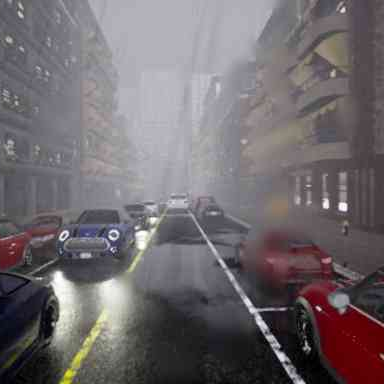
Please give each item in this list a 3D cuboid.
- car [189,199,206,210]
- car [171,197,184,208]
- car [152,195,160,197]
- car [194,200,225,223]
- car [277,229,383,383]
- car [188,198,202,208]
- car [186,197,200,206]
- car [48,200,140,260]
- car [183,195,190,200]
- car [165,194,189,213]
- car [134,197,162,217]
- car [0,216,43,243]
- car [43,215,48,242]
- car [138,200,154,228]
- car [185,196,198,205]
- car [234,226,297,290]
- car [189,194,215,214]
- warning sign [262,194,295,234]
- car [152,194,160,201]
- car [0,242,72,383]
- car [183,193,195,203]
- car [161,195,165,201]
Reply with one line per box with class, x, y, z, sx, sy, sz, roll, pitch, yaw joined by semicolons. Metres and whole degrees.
car;0.660;1.545;42.044;1.802;1.307;4.206;-1;0;-3
car;-2.129;1.510;49.052;1.812;1.442;4.674;-1;0;-3
car;-8.749;1.552;74.746;1.752;1.417;4.829;-1;0;-3
car;1.432;1.534;25.415;1.947;1.339;4.313;-1;0;-3
car;2.468;1.414;3.244;1.967;1.590;4.097;-1;0;-3
car;0.402;1.543;47.588;1.802;1.307;4.206;-1;0;-3
car;0.145;1.524;53.130;1.947;1.339;4.313;-1;0;-3
car;-3.381;1.377;12.525;2.097;1.767;4.553;-1;0;-3
car;-1.658;1.522;91.932;1.802;1.307;4.206;-1;0;-3
car;-1.584;1.210;37.521;2.150;2.045;5.566;-1;0;-2
car;-4.248;1.545;32.048;1.812;1.442;4.674;-1;0;-1
car;-5.669;1.490;8.398;1.967;1.590;4.097;-1;0;-3
car;-5.923;1.631;13.942;1.802;1.307;4.206;-1;0;-3
car;-3.827;1.527;22.311;1.837;1.490;4.892;-1;0;-2
car;-0.113;1.507;58.673;2.008;1.369;4.403;-1;0;-3
car;2.210;1.554;8.787;1.802;1.307;4.206;-1;0;-3
car;1.169;1.282;30.958;2.192;1.841;5.009;-1;0;-3
warning sign;4.249;1.062;16.348;1.300;1.860;1.060;0;1;-3
car;-9.274;1.461;86.002;1.967;1.590;4.097;-1;0;-3
car;-2.956;1.591;3.456;1.994;1.385;4.181;-1;0;-3
car;-0.634;1.266;69.759;2.192;1.841;5.009;-1;0;-3
car;-6.233;1.478;76.050;1.994;1.385;4.181;-1;0;-3
